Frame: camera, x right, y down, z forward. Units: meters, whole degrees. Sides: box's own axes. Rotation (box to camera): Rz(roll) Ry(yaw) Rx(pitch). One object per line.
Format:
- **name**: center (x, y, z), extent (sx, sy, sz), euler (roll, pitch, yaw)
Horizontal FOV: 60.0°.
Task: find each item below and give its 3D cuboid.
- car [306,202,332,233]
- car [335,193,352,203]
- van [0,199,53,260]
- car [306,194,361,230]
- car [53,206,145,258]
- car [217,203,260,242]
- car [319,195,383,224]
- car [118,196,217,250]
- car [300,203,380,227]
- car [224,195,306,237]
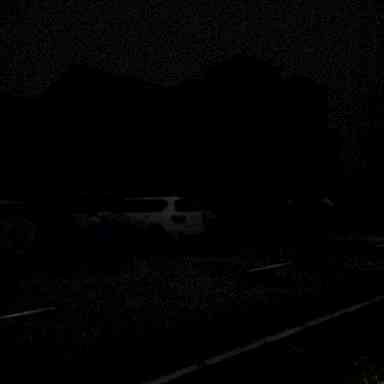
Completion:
- **car**: center (5.354, 1.516, 19.730), extent (4.792, 1.488, 2.163), euler (-1, -1, 35)
- **car**: center (28.599, 1.096, 62.632), extent (2.185, 1.767, 4.553), euler (0, -1, 35)
- **van**: center (-6.832, 1.235, 10.989), extent (4.442, 1.987, 1.878), euler (-1, -1, 35)
- **car**: center (7.804, 1.240, 21.476), extent (5.566, 2.045, 2.435), euler (-1, -1, 35)
- **car**: center (-4.478, 1.467, 12.792), extent (5.008, 1.535, 2.097), euler (-1, -1, 35)
- **car**: center (0.424, 1.477, 16.270), extent (5.008, 1.535, 2.097), euler (-1, -1, 35)
- **car**: center (12.711, 1.250, 24.953), extent (5.566, 2.045, 2.435), euler (-1, -1, 35)
- **car**: center (-2.052, 1.221, 14.543), extent (5.566, 2.045, 2.435), euler (-1, -1, 35)
- **car**: center (10.257, 1.526, 23.209), extent (4.792, 1.488, 2.163), euler (-1, -1, 35)
- **car**: center (2.849, 1.231, 18.020), extent (5.566, 2.045, 2.435), euler (-1, -1, 35)
